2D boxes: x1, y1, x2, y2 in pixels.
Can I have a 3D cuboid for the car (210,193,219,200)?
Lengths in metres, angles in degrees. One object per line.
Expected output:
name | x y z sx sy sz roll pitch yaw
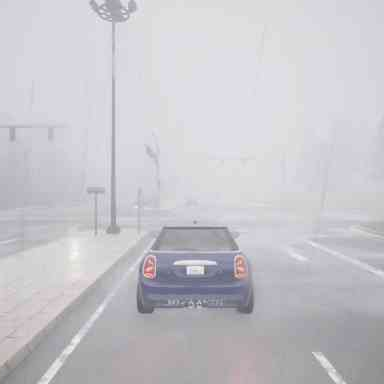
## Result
car | 6.255 1.225 91.662 2.150 2.045 5.566 0 0 -1

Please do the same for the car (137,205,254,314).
car | 0.071 1.352 7.796 2.097 1.767 4.553 0 0 0

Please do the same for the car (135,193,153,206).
car | -8.266 1.352 55.975 2.097 1.767 4.553 0 0 -1

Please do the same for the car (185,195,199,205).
car | -0.157 1.526 54.615 1.812 1.442 4.674 0 0 -1

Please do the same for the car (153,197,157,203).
car | -8.364 1.547 65.589 2.033 1.411 5.357 0 0 0
